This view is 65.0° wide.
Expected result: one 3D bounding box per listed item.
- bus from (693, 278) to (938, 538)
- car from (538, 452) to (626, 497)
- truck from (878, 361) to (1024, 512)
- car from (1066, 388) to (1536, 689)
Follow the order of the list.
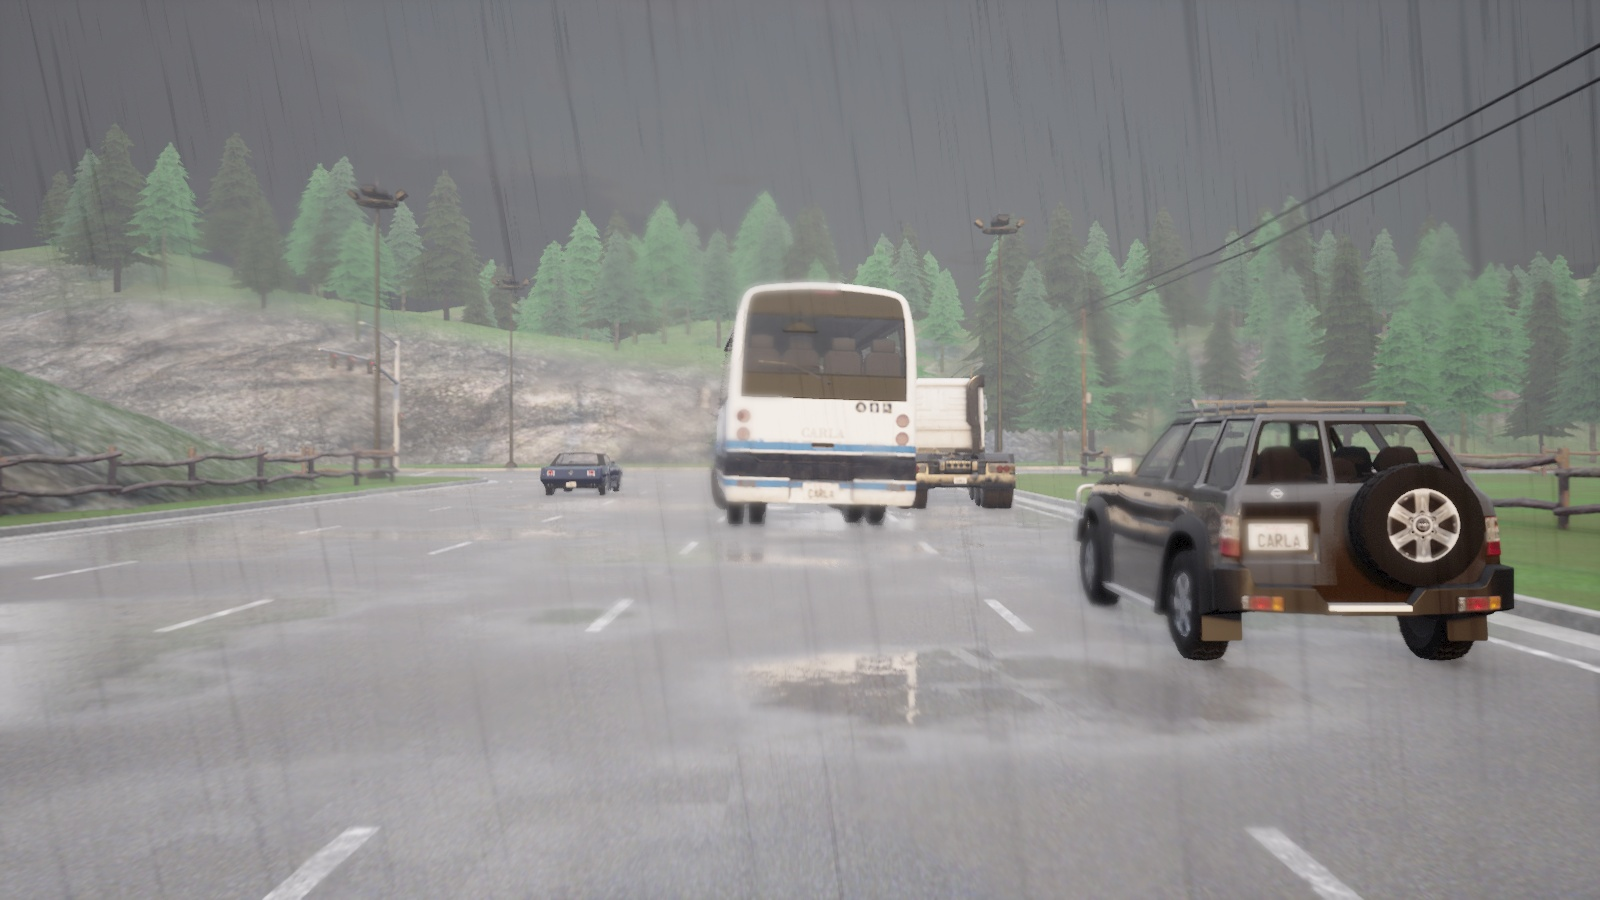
[{"bbox_3d":[-0.153,-0.705,26.297,3.944,4.253,10.273,2,0,-5],"label":"bus"},{"bbox_3d":[-6.759,0.728,39.391,1.895,1.301,4.718,0,0,0],"label":"car"},{"bbox_3d":[3.704,-0.326,32.756,2.891,3.462,7.936,0,0,0],"label":"truck"},{"bbox_3d":[3.573,0.538,10.037,1.932,1.855,4.605,0,0,0],"label":"car"}]
